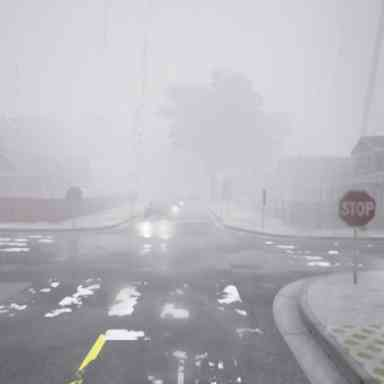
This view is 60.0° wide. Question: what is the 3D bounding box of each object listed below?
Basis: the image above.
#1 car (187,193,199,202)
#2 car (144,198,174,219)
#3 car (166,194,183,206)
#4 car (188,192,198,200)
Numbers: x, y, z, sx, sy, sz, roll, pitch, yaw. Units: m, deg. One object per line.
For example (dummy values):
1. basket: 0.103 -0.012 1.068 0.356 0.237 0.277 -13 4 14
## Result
1. car: 0.222 0.888 56.352 1.882 1.535 5.008 0 1 0
2. car: -2.742 1.405 27.174 1.895 1.301 4.718 0 1 0
3. car: -2.659 1.077 44.390 2.128 1.511 4.902 0 1 1
4. car: 0.263 0.805 66.773 1.994 1.385 4.181 0 1 0
